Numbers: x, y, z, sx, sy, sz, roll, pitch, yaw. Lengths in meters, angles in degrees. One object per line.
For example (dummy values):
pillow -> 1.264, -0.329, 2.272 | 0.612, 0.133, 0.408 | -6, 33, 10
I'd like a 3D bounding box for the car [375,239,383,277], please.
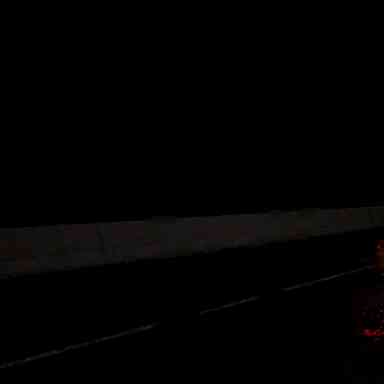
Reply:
car -> 6.651, 1.426, 8.491 | 5.008, 1.535, 1.882 | 0, 0, -35
